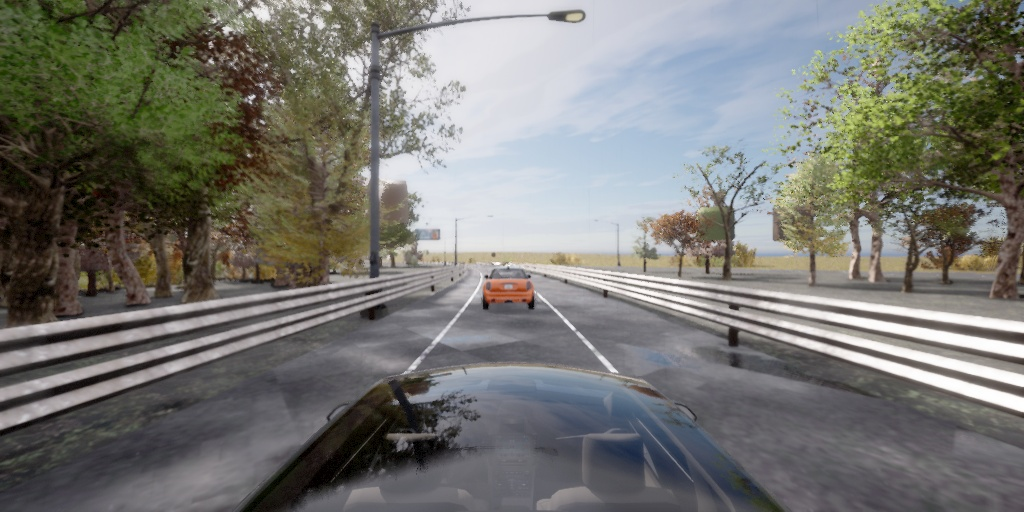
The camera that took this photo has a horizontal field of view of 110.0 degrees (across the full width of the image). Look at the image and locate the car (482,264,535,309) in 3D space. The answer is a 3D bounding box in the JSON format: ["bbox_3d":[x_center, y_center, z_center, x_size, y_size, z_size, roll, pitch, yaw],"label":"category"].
[{"bbox_3d":[-0.184,1.240,15.992,2.097,1.767,4.553,0,-1,-2],"label":"car"}]
